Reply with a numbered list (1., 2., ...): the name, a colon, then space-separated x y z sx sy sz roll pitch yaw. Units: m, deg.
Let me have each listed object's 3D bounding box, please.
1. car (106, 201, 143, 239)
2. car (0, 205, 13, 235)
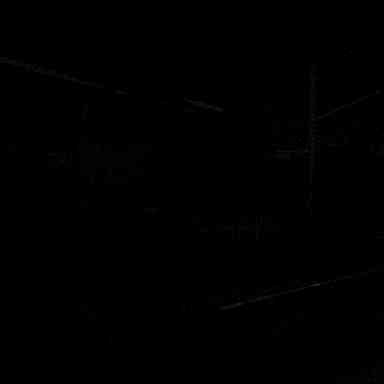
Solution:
1. car: -4.324 1.448 18.358 1.905 1.878 3.866 1 0 -36
2. car: -11.453 1.523 18.621 2.242 1.667 4.611 1 0 -36
